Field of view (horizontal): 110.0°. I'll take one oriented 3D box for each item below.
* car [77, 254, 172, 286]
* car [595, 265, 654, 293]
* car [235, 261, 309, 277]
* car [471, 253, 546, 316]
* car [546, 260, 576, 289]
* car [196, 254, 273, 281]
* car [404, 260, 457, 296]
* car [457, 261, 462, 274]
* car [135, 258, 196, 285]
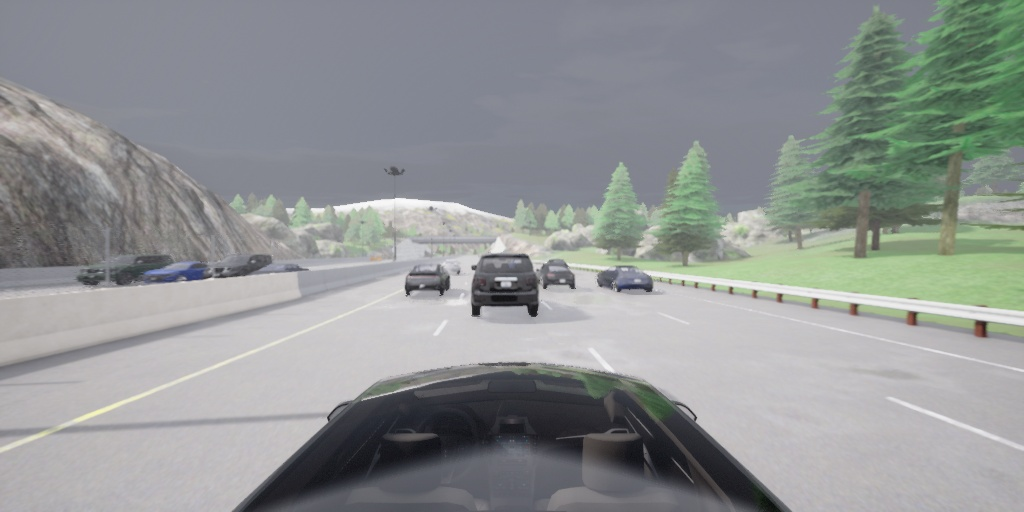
[{"bbox_3d":[-26.167,0.896,24.765,2.150,2.045,5.566,0,0,-7],"label":"car"},{"bbox_3d":[6.139,1.198,20.001,1.994,1.385,4.181,0,0,-5],"label":"car"},{"bbox_3d":[-15.509,1.202,24.003,2.033,1.411,5.357,0,0,-6],"label":"car"},{"bbox_3d":[-0.331,0.907,13.189,2.150,2.045,5.566,0,0,-3],"label":"car"},{"bbox_3d":[2.489,1.159,21.453,1.812,1.442,4.674,0,0,-5],"label":"car"},{"bbox_3d":[-19.234,0.877,25.736,2.150,2.045,5.566,0,0,-6],"label":"car"},{"bbox_3d":[-4.269,1.154,18.626,2.128,1.511,4.902,0,0,-5],"label":"car"},{"bbox_3d":[-6.280,1.088,37.129,1.812,1.442,4.674,0,0,-7],"label":"car"},{"bbox_3d":[-22.660,1.142,24.903,1.882,1.535,5.008,0,0,-6],"label":"car"}]
